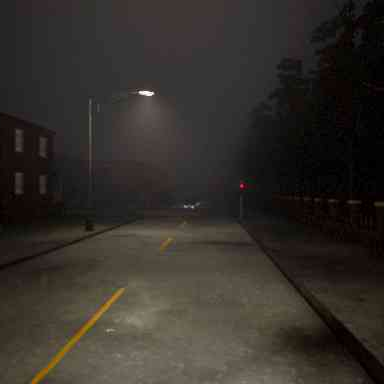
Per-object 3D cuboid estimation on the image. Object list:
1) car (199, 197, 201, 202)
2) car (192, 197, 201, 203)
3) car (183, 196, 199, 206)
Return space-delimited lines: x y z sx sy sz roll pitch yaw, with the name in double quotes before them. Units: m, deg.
"car" 0.362 1.644 69.481 1.837 1.490 4.892 0 0 4
"car" 1.124 1.907 81.358 2.128 1.511 4.902 0 0 4
"car" -0.401 1.681 58.768 1.994 1.385 4.181 0 0 4
